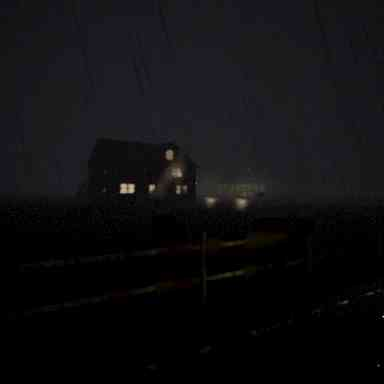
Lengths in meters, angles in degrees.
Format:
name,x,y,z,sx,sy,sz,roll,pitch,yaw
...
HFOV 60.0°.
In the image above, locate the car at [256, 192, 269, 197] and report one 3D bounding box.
name,x,y,z,sx,sy,sz,roll,pitch,yaw
car,16.619,0.790,77.819,1.882,1.535,5.008,1,1,-35
